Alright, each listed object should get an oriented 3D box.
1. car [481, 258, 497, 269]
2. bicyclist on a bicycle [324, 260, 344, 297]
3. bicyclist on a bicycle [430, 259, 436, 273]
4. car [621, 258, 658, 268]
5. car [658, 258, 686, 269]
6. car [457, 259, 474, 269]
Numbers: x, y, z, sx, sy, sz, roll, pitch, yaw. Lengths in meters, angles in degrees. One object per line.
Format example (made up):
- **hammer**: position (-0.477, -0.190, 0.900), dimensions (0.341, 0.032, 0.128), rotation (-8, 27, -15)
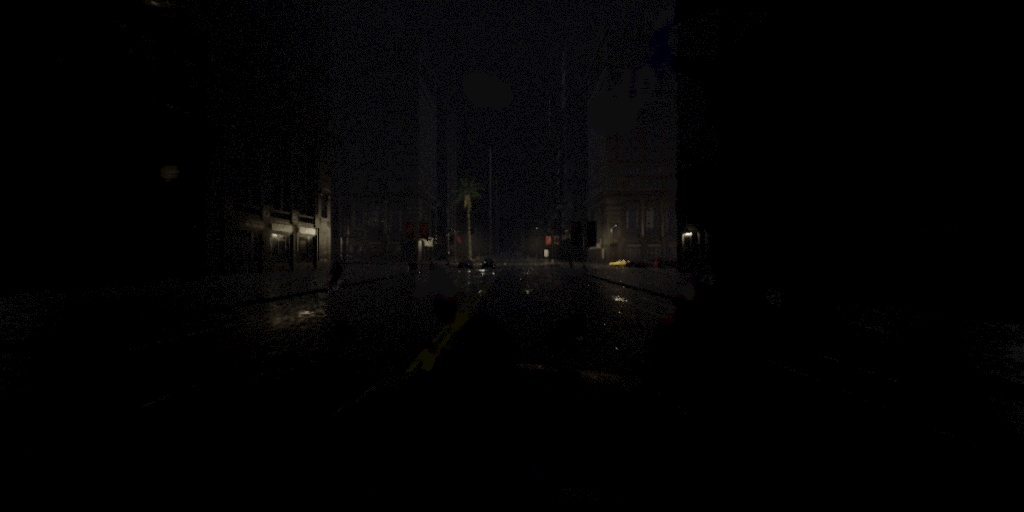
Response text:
- **car**: position (-3.252, 1.094, 51.072), dimensions (1.837, 1.490, 4.892), rotation (0, 0, 0)
- **bicyclist on a bicycle**: position (-8.749, 1.082, 17.653), dimensions (0.659, 1.776, 1.843), rotation (0, 0, 0)
- **bicyclist on a bicycle**: position (-8.747, 1.068, 39.570), dimensions (0.866, 1.612, 1.509), rotation (0, 0, 0)
- **car**: position (20.731, 1.391, 58.486), dimensions (4.507, 1.381, 1.888), rotation (0, 0, 0)
- **car**: position (25.818, 1.230, 58.469), dimensions (5.009, 1.841, 2.192), rotation (0, 0, 0)
- **car**: position (-6.504, 1.113, 50.814), dimensions (1.812, 1.442, 4.674), rotation (0, 0, 0)
